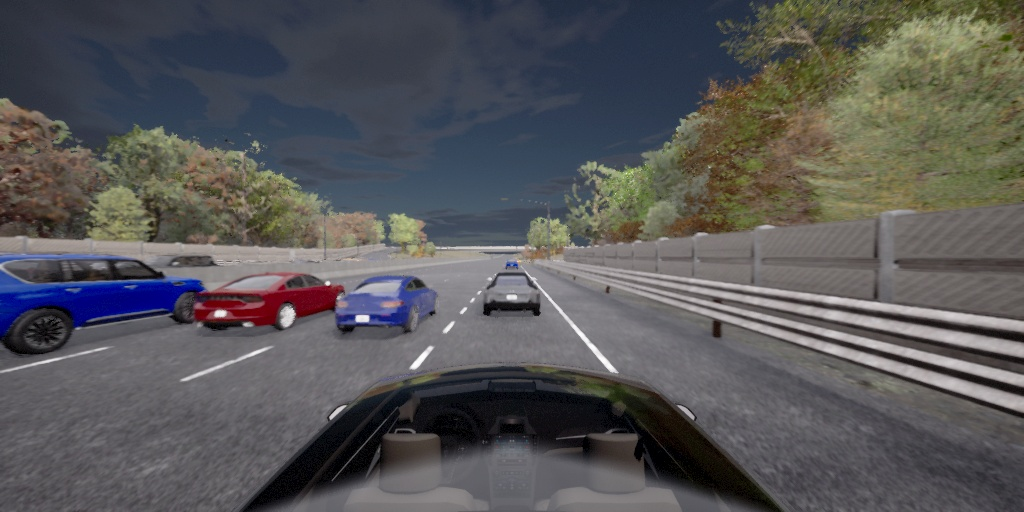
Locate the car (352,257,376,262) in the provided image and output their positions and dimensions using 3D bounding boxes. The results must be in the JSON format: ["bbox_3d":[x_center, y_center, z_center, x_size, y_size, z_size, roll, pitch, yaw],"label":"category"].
[{"bbox_3d":[-21.023,1.205,52.391,1.882,1.535,5.008,0,1,0],"label":"car"}]

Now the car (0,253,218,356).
[{"bbox_3d":[-10.404,0.957,8.720,2.150,2.045,5.566,0,0,0],"label":"car"}]

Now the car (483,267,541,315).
[{"bbox_3d":[-0.005,1.293,13.506,1.994,1.385,4.181,0,0,0],"label":"car"}]

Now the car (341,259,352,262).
[{"bbox_3d":[-24.527,1.211,53.224,1.882,1.535,5.008,0,1,0],"label":"car"}]

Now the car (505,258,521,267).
[{"bbox_3d":[-0.022,1.204,56.185,1.882,1.535,5.008,0,0,0],"label":"car"}]

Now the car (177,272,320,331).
[{"bbox_3d":[-6.901,1.210,10.959,1.882,1.535,5.008,0,0,0],"label":"car"}]

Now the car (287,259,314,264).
[{"bbox_3d":[-31.523,1.192,53.559,2.128,1.511,4.902,0,0,0],"label":"car"}]

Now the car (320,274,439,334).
[{"bbox_3d":[-3.403,1.259,10.466,1.812,1.442,4.674,0,0,0],"label":"car"}]
